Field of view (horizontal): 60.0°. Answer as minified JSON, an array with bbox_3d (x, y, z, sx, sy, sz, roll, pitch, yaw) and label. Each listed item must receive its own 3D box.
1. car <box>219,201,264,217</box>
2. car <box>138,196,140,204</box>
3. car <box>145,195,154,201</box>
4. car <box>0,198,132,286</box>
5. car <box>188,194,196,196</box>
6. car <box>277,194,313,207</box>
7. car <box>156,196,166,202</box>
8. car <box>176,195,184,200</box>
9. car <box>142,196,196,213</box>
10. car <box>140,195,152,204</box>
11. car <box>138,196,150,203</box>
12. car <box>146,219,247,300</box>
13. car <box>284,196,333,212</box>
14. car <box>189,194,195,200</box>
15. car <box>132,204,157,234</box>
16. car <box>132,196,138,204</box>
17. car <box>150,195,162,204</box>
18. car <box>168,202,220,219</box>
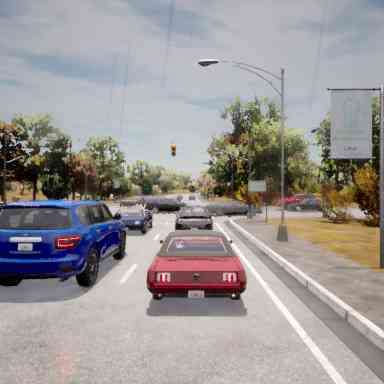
[{"bbox_3d":[3.925,1.547,31.200,5.357,1.411,2.033,0,0,3],"label":"car"},{"bbox_3d":[-10.538,1.525,63.806,1.812,1.442,4.674,0,0,1],"label":"car"},{"bbox_3d":[-10.489,1.523,82.558,1.812,1.442,4.674,0,0,0],"label":"car"},{"bbox_3d":[-3.403,1.221,9.507,2.150,2.045,5.566,0,0,0],"label":"car"},{"bbox_3d":[0.011,1.533,85.090,2.033,1.411,5.357,0,0,0],"label":"car"},{"bbox_3d":[13.448,1.221,41.382,5.566,2.045,2.150,0,0,4],"label":"car"},{"bbox_3d":[-6.990,1.595,75.772,1.895,1.301,4.718,0,0,0],"label":"car"},{"bbox_3d":[-3.487,1.540,94.464,2.033,1.411,5.357,0,0,0],"label":"car"},{"bbox_3d":[-2.310,1.477,35.059,5.008,1.535,1.882,0,0,3],"label":"car"},{"bbox_3d":[-7.074,1.526,56.137,1.812,1.442,4.674,0,0,0],"label":"car"},{"bbox_3d":[-10.490,1.552,72.530,1.994,1.385,4.181,0,0,0],"label":"car"},{"bbox_3d":[0.104,1.601,8.353,1.895,1.301,4.718,0,0,0],"label":"car"},{"bbox_3d":[13.401,1.505,37.865,4.892,1.490,1.837,0,0,3],"label":"car"},{"bbox_3d":[0.013,1.360,95.509,1.882,1.535,5.008,0,0,0],"label":"car"},{"bbox_3d":[-3.398,1.601,19.261,1.895,1.301,4.718,0,0,0],"label":"car"},{"bbox_3d":[-10.580,1.601,54.771,1.895,1.301,4.718,0,0,0],"label":"car"},{"bbox_3d":[-7.023,1.477,65.467,1.882,1.535,5.008,0,0,1],"label":"car"},{"bbox_3d":[0.103,1.491,17.623,2.128,1.511,4.902,0,0,0],"label":"car"}]
